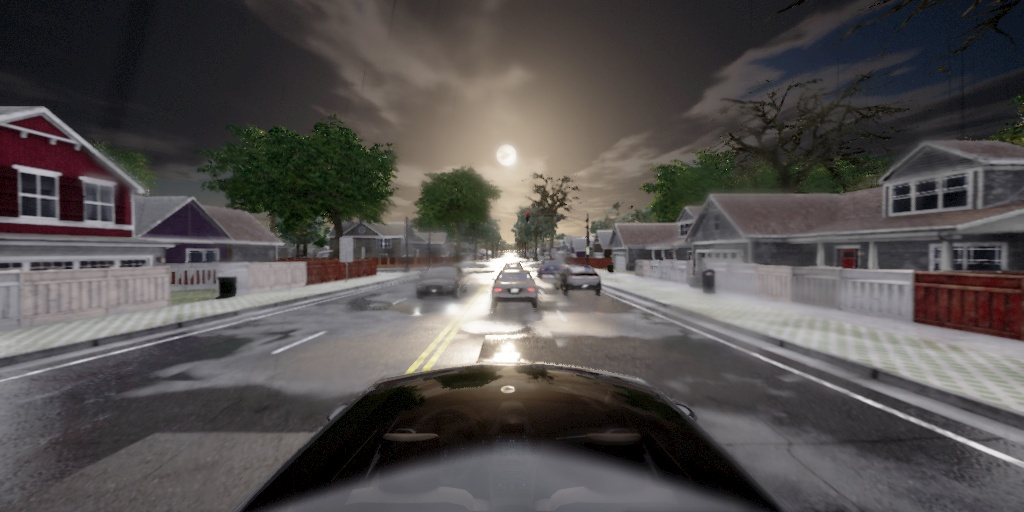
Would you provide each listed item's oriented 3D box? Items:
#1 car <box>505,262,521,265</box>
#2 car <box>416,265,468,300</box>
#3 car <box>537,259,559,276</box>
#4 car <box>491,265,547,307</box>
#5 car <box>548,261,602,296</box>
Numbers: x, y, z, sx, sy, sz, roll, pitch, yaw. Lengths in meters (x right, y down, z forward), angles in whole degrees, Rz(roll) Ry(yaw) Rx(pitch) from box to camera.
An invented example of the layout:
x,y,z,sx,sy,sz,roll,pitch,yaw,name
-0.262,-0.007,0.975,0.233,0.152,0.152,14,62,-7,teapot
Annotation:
x,y,z,sx,sy,sz,roll,pitch,yaw,name
0.091,1.225,29.720,2.033,1.411,5.357,0,0,1,car
-3.259,1.219,17.434,1.837,1.490,4.892,0,0,0,car
3.338,1.025,31.593,2.097,1.767,4.553,0,0,0,car
0.101,1.264,15.169,2.033,1.411,5.357,0,0,0,car
3.351,1.195,18.844,2.128,1.511,4.902,0,0,0,car
